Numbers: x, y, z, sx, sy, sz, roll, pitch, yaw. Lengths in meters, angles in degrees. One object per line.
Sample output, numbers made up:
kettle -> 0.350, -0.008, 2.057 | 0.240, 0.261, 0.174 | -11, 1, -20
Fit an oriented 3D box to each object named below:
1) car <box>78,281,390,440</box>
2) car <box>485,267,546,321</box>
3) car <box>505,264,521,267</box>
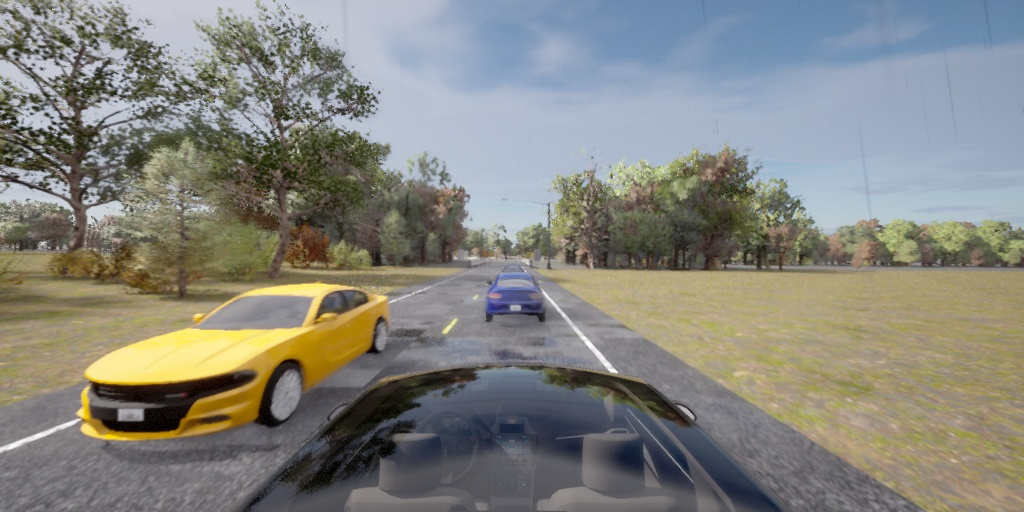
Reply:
car -> -3.600, 1.227, 5.883 | 1.882, 1.535, 5.008 | 0, 0, 0
car -> 0.099, 1.275, 12.263 | 1.812, 1.442, 4.674 | 0, 0, 0
car -> 0.092, 1.316, 28.654 | 1.994, 1.385, 4.181 | 0, 0, 0
